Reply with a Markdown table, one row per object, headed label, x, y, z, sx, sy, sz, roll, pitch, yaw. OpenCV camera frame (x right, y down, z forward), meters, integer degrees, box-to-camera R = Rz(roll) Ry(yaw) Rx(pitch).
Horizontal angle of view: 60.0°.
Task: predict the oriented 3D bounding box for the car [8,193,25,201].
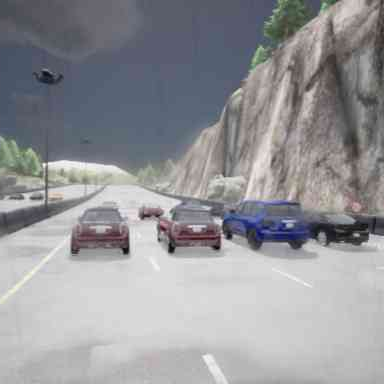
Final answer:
| label | x | y | z | sx | sy | sz | roll | pitch | yaw |
| --- | --- | --- | --- | --- | --- | --- | --- | --- | --- |
| car | -32.815 | 0.913 | 62.287 | 1.994 | 1.385 | 4.181 | 1 | 1 | -13 |

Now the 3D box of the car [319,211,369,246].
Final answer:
| label | x | y | z | sx | sy | sz | roll | pitch | yaw |
| --- | --- | --- | --- | --- | --- | --- | --- | --- | --- |
| car | 6.451 | 1.689 | 16.551 | 1.882 | 1.535 | 5.008 | 1 | 0 | -13 |

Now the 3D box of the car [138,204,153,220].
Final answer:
| label | x | y | z | sx | sy | sz | roll | pitch | yaw |
| --- | --- | --- | --- | --- | --- | --- | --- | --- | --- |
| car | -3.660 | 1.694 | 29.238 | 1.895 | 1.301 | 4.718 | 1 | 0 | -13 |

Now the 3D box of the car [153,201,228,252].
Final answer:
| label | x | y | z | sx | sy | sz | roll | pitch | yaw |
| --- | --- | --- | --- | --- | --- | --- | --- | --- | --- |
| car | -0.285 | 1.458 | 14.602 | 2.097 | 1.767 | 4.553 | 1 | -1 | -13 |

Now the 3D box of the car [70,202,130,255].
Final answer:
| label | x | y | z | sx | sy | sz | roll | pitch | yaw |
| --- | --- | --- | --- | --- | --- | --- | --- | --- | --- |
| car | -3.695 | 1.407 | 13.818 | 2.097 | 1.767 | 4.553 | 1 | -1 | -13 |

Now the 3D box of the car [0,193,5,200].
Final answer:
| label | x | y | z | sx | sy | sz | roll | pitch | yaw |
| --- | --- | --- | --- | --- | --- | --- | --- | --- | --- |
| car | -36.225 | 0.849 | 61.501 | 2.033 | 1.411 | 5.357 | 1 | 1 | -13 |

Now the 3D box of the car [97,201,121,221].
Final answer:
| label | x | y | z | sx | sy | sz | roll | pitch | yaw |
| --- | --- | --- | --- | --- | --- | --- | --- | --- | --- |
| car | -7.126 | 1.567 | 28.711 | 1.812 | 1.442 | 4.674 | 1 | 0 | -13 |

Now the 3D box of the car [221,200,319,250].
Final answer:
| label | x | y | z | sx | sy | sz | roll | pitch | yaw |
| --- | --- | --- | --- | --- | --- | --- | --- | --- | --- |
| car | 3.141 | 1.375 | 15.319 | 2.150 | 2.045 | 5.566 | 1 | 0 | -13 |

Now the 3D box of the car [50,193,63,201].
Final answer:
| label | x | y | z | sx | sy | sz | roll | pitch | yaw |
| --- | --- | --- | --- | --- | --- | --- | --- | --- | --- |
| car | -26.003 | 0.939 | 63.896 | 1.882 | 1.535 | 5.008 | 1 | 1 | -13 |

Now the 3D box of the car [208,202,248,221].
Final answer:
| label | x | y | z | sx | sy | sz | roll | pitch | yaw |
| --- | --- | --- | --- | --- | --- | --- | --- | --- | --- |
| car | 3.187 | 1.743 | 30.695 | 2.033 | 1.411 | 5.357 | 1 | 0 | -13 |

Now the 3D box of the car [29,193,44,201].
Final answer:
| label | x | y | z | sx | sy | sz | roll | pitch | yaw |
| --- | --- | --- | --- | --- | --- | --- | --- | --- | --- |
| car | -29.404 | 0.889 | 63.071 | 1.882 | 1.535 | 5.008 | 1 | 1 | -13 |
